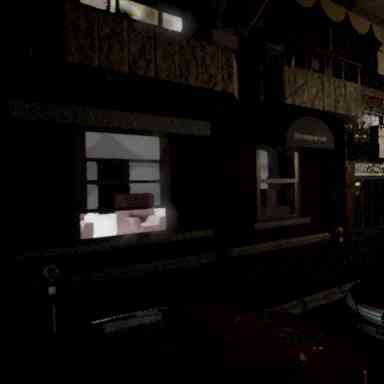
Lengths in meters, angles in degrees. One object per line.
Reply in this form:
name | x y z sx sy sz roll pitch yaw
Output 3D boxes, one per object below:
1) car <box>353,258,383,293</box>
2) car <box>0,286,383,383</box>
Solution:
car | 4.125 1.479 5.339 4.206 1.307 1.802 -1 0 -35
car | -0.458 1.569 2.118 4.206 1.307 1.802 -1 0 -35
